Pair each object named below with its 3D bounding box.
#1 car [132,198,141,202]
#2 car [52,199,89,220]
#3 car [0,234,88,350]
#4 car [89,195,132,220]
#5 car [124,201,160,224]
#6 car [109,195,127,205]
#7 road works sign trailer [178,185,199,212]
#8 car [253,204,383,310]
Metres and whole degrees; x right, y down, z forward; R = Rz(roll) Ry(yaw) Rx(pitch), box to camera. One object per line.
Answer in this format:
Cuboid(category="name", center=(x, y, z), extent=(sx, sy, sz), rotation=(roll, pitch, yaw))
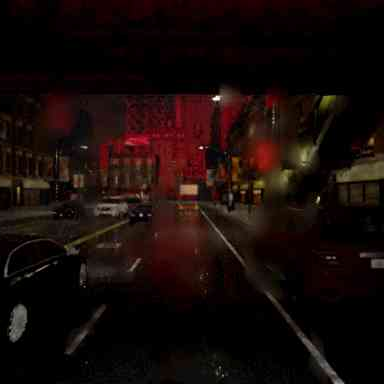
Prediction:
Cuboid(category="car", center=(-12.828, 1.955, 72.788), extent=(1.882, 1.535, 5.008), rotation=(0, 0, -32))
Cuboid(category="car", center=(-10.882, 1.704, 30.009), extent=(1.837, 1.490, 4.892), rotation=(0, 0, -1))
Cuboid(category="car", center=(-3.454, 1.549, 6.258), extent=(1.837, 1.490, 4.892), rotation=(0, 0, 0))
Cuboid(category="car", center=(-7.393, 1.427, 30.837), extent=(2.150, 2.045, 5.566), rotation=(0, 0, -1))
Cuboid(category="car", center=(-3.644, 1.723, 26.166), extent=(2.033, 1.411, 5.357), rotation=(0, 0, -1))
Cuboid(category="car", center=(-15.902, 1.680, 71.094), extent=(2.150, 2.045, 5.566), rotation=(0, 0, -32))
Cuboid(category="road works sign trailer", center=(-0.436, 0.754, 43.124), extent=(2.380, 3.560, 2.880), rotation=(0, 0, -1))
Cuboid(category="car", center=(3.020, 1.285, 8.102), extent=(2.435, 2.045, 5.566), rotation=(0, 0, -1))
